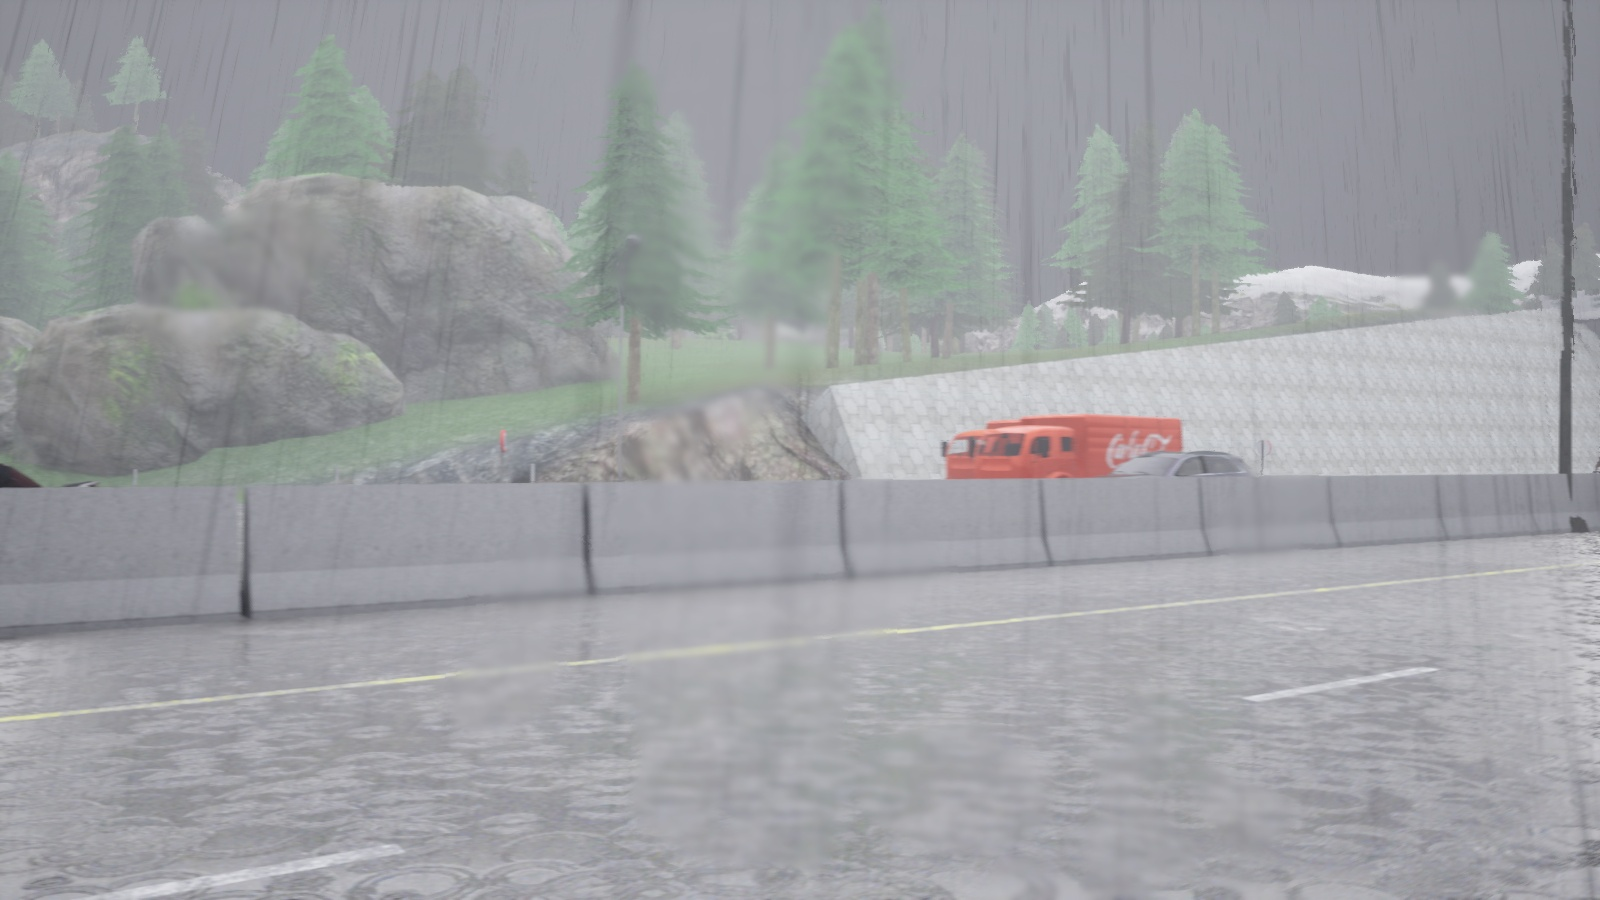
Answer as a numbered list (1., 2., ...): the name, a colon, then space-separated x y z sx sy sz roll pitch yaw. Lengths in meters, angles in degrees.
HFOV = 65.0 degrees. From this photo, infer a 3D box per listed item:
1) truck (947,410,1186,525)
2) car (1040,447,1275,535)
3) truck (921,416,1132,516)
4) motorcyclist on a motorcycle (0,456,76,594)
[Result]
1. truck: 6.265 0.383 29.341 5.204 2.467 2.627 0 0 -35
2. car: 7.423 0.786 25.881 4.856 1.649 2.033 0 0 -35
3. truck: 6.085 0.400 33.479 5.204 2.467 2.627 0 0 -35
4. motorcyclist on a motorcycle: -9.451 0.835 14.138 2.191 1.530 0.866 0 0 -35
